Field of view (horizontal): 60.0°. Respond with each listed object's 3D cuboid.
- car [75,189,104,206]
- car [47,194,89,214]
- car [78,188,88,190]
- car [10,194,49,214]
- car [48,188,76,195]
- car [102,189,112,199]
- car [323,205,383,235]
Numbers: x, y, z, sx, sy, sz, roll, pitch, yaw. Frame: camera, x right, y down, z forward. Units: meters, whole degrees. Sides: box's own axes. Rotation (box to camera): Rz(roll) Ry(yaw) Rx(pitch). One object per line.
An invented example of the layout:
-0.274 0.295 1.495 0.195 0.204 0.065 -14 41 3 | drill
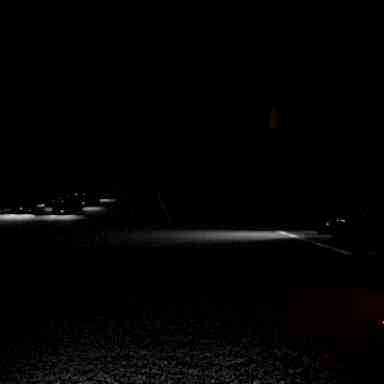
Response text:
-12.472 0.825 40.693 1.882 1.535 5.008 1 2 -7 | car
-11.211 1.190 30.532 2.033 1.411 5.357 1 1 -7 | car
-17.587 0.164 53.823 1.837 1.490 4.892 1 3 -7 | car
-14.675 1.175 30.052 1.994 1.385 4.181 1 1 -7 | car
-15.946 0.534 40.306 2.150 2.045 5.566 1 2 -7 | car
-14.066 0.258 53.916 2.033 1.411 5.357 1 3 -7 | car
9.598 1.468 17.992 4.902 1.511 2.128 1 0 -9 | car
